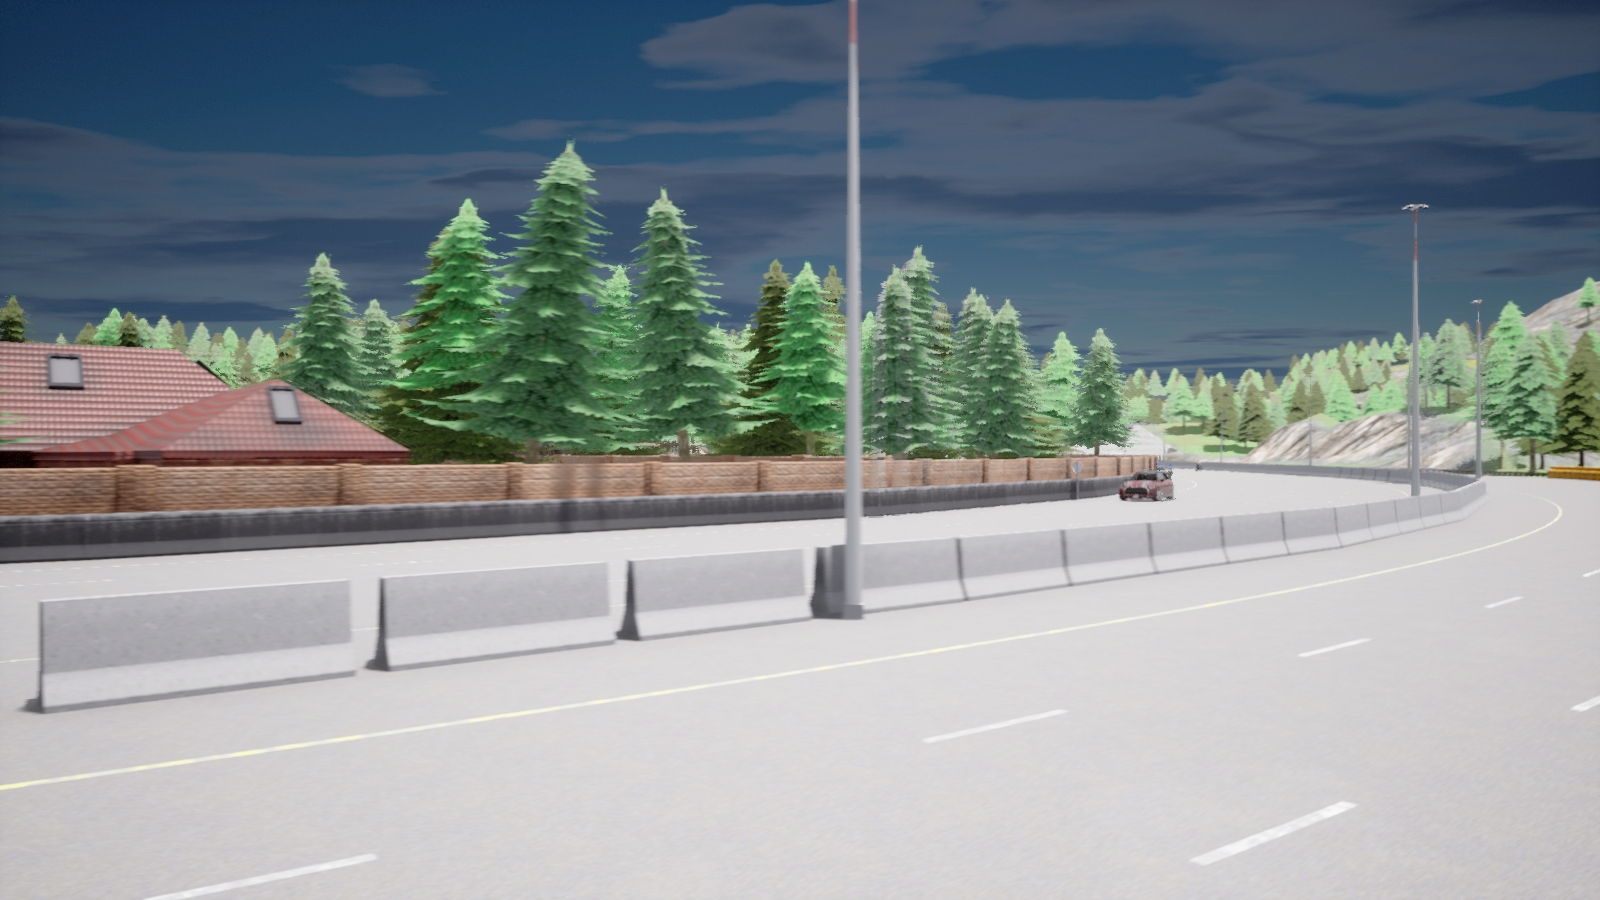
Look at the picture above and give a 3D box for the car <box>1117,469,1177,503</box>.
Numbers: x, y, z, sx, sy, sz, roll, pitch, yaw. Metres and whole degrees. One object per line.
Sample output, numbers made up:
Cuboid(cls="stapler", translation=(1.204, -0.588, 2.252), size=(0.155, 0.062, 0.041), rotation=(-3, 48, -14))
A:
Cuboid(cls="car", translation=(19.648, 1.982, 64.552), size=(2.097, 1.767, 4.553), rotation=(0, 0, 33))
